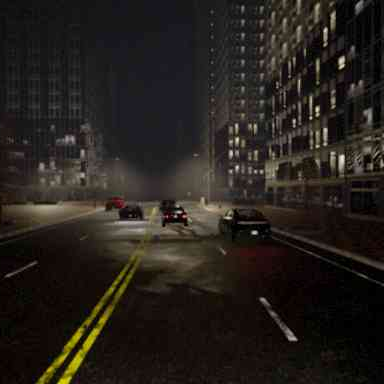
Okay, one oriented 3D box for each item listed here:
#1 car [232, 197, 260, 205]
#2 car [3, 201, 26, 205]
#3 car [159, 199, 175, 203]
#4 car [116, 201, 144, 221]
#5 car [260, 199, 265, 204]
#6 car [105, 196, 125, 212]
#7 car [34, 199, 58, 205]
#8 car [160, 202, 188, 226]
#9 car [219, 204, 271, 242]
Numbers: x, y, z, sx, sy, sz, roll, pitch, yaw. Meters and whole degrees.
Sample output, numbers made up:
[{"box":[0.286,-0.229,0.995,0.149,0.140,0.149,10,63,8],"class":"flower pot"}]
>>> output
[{"box":[10.569,1.919,67.624,5.009,1.841,2.192,0,0,-5],"class":"car"},{"box":[-33.886,1.923,63.833,4.206,1.307,1.802,0,0,-5],"class":"car"},{"box":[-2.851,1.622,40.054,2.097,1.767,4.553,0,0,-6],"class":"car"},{"box":[-5.229,1.777,29.221,1.994,1.385,4.181,0,0,-6],"class":"car"},{"box":[15.324,2.081,76.428,4.829,1.417,1.752,0,0,-5],"class":"car"},{"box":[-9.909,1.540,43.433,2.150,2.045,5.566,0,-1,-6],"class":"car"},{"box":[-28.216,1.941,64.267,4.313,1.339,1.947,0,0,-5],"class":"car"},{"box":[-1.347,1.719,24.909,2.033,1.411,5.357,0,0,-6],"class":"car"},{"box":[2.587,1.599,17.112,2.128,1.511,4.902,0,0,-4],"class":"car"}]
